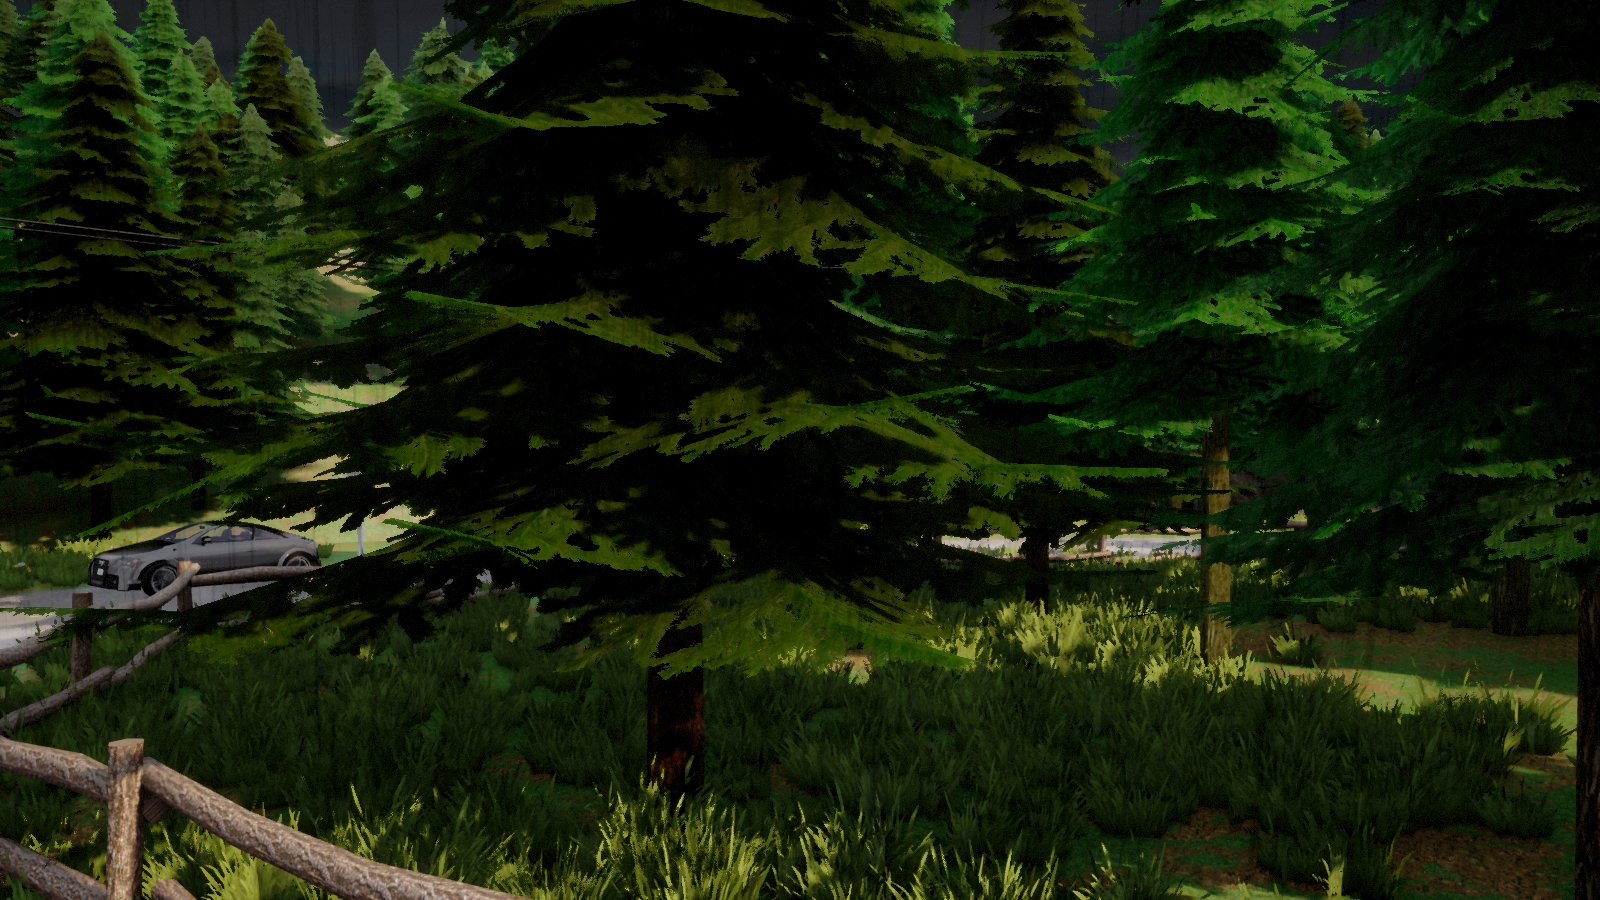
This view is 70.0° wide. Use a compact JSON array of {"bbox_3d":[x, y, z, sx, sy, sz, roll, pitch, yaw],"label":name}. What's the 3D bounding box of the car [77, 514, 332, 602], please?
[{"bbox_3d":[-12.055,2.119,23.321,1.994,1.385,4.181,0,0,41],"label":"car"}]
